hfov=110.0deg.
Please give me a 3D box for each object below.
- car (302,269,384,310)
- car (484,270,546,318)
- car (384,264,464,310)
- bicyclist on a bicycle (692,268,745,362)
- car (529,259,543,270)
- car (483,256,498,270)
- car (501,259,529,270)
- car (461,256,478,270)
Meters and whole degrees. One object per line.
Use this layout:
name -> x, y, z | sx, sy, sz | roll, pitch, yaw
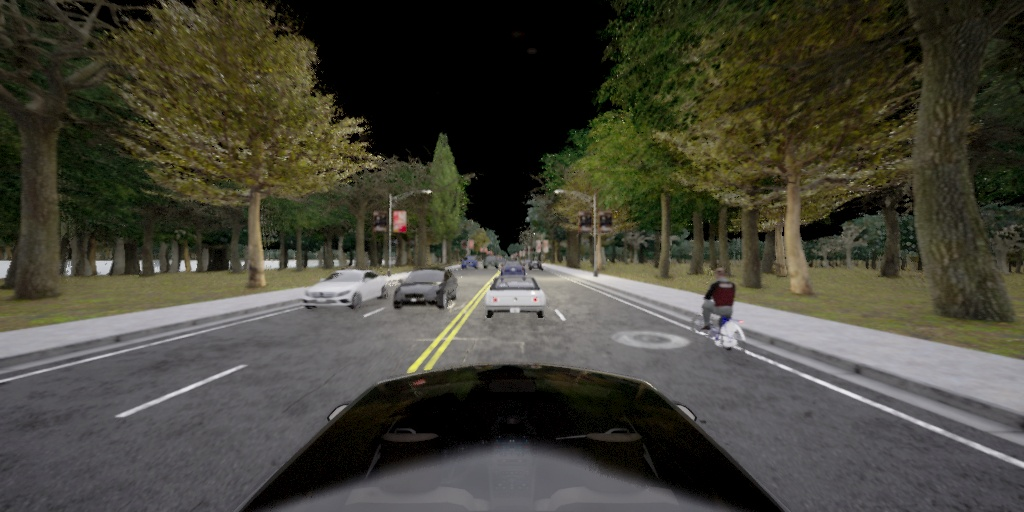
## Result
car -> -6.599, 1.269, 14.744 | 1.812, 1.442, 4.674 | 0, 0, 0
car -> 0.100, 1.344, 12.975 | 1.895, 1.301, 4.718 | 0, 0, 0
car -> -3.348, 1.248, 14.648 | 1.837, 1.490, 4.892 | 0, 0, 0
bicyclist on a bicycle -> 4.141, 1.116, 7.323 | 0.659, 1.776, 1.843 | 0, 0, 0
car -> 3.351, 1.325, 51.953 | 1.812, 1.442, 4.674 | 0, 0, 0
car -> -3.295, 1.031, 56.258 | 2.150, 2.045, 5.566 | 0, 0, 1
car -> 0.100, 1.106, 31.203 | 2.097, 1.767, 4.553 | 0, 0, 0
car -> -6.545, 1.031, 56.255 | 2.150, 2.045, 5.566 | 0, 0, 1
